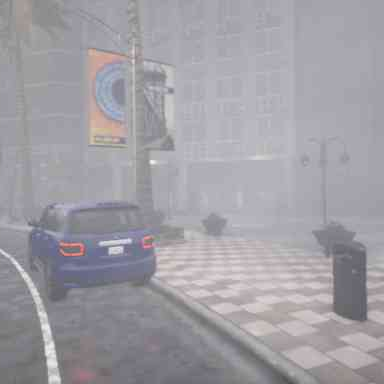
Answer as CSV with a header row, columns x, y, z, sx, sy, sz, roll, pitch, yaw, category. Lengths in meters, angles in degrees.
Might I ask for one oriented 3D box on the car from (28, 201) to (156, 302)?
x,y,z,sx,sy,sz,roll,pitch,yaw,category
-2.912,1.259,8.812,2.150,2.045,5.566,-1,0,-32,car
